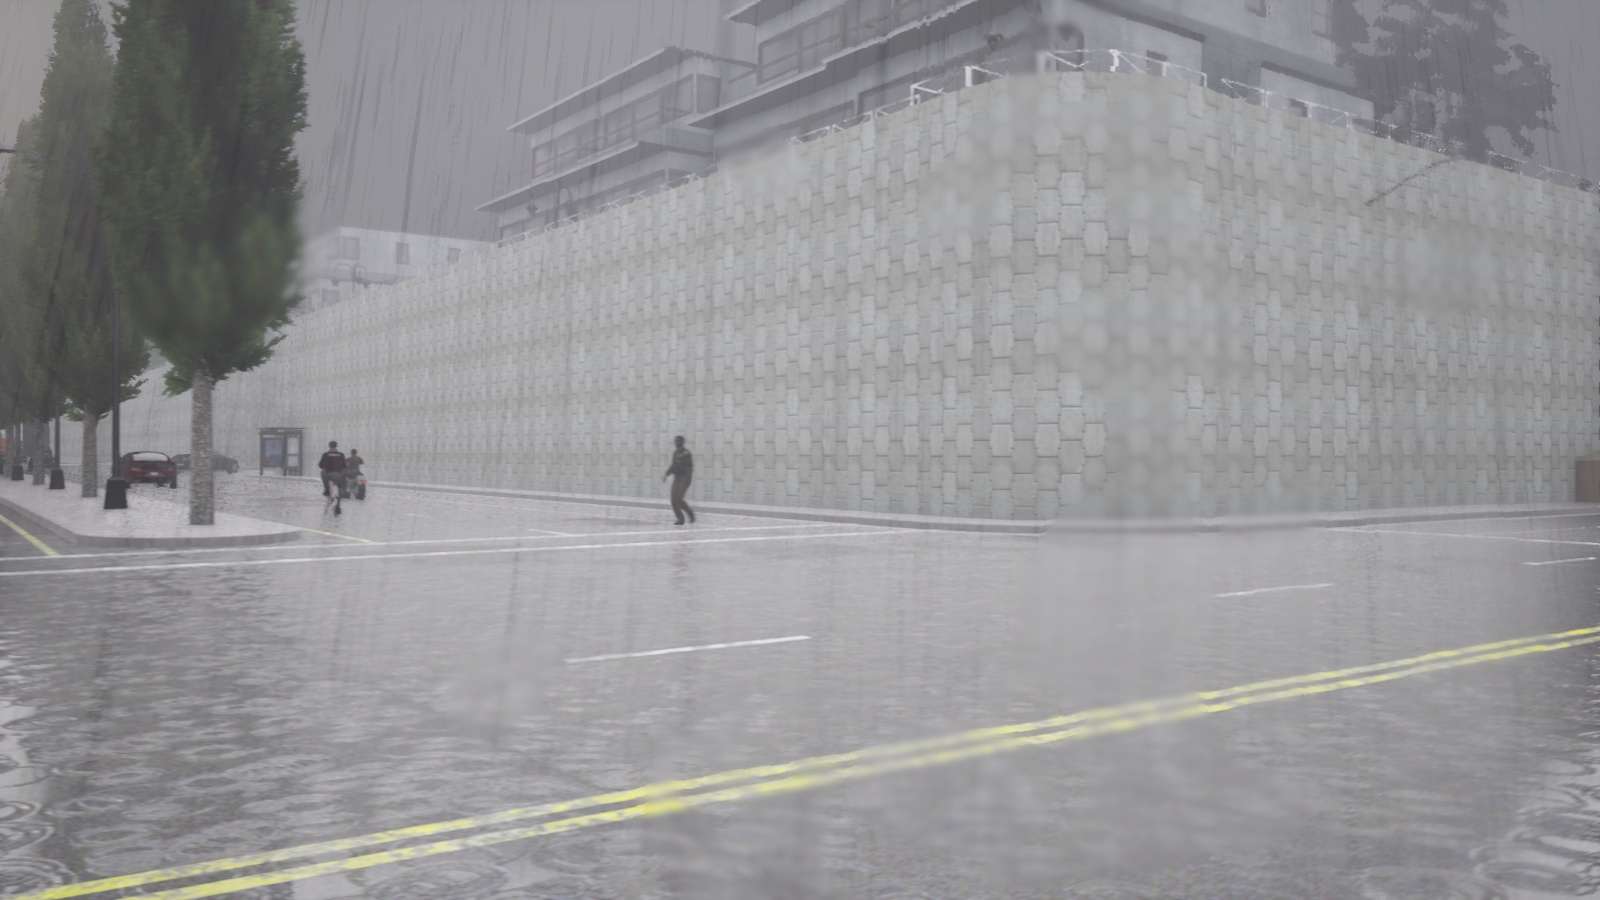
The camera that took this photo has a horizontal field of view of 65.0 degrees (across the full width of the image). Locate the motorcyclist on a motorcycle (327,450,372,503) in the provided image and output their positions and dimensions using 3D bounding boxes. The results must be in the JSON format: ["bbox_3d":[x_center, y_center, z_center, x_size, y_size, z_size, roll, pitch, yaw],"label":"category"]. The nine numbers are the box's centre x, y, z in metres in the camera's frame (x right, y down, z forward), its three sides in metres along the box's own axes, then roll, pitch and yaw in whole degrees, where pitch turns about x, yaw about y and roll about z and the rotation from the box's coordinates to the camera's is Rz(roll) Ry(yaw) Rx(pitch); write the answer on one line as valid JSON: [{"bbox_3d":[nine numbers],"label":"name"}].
[{"bbox_3d":[-14.251,0.822,39.694,0.766,1.649,2.350,0,0,-35],"label":"motorcyclist on a motorcycle"}]

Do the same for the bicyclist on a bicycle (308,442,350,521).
[{"bbox_3d":[-10.902,0.709,29.019,0.659,1.776,1.843,0,0,-29],"label":"bicyclist on a bicycle"}]

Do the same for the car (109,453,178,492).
[{"bbox_3d":[-27.174,0.907,51.883,1.882,1.535,5.008,0,0,-35],"label":"car"}]

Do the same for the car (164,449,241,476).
[{"bbox_3d":[-38.375,0.778,80.840,2.152,1.651,5.027,0,0,6],"label":"car"}]

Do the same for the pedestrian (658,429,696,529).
[{"bbox_3d":[-2.422,0.561,24.708,0.395,1.930,0.692,0,0,35],"label":"pedestrian"}]
